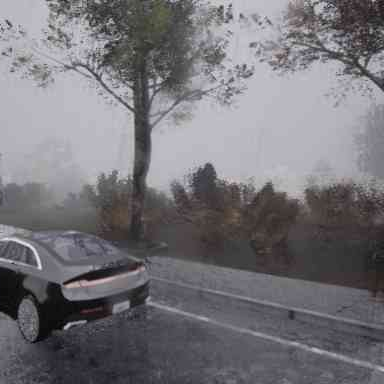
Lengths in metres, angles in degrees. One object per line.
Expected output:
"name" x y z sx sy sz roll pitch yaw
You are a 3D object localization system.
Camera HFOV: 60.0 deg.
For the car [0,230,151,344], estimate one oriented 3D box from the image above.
"car" -2.938 1.503 6.500 4.902 1.511 2.128 0 0 39
